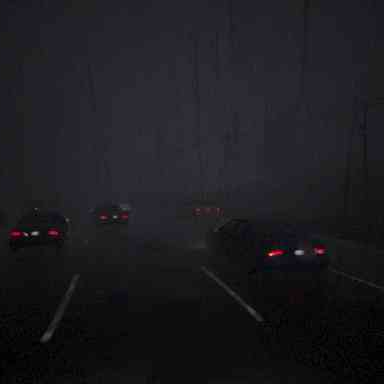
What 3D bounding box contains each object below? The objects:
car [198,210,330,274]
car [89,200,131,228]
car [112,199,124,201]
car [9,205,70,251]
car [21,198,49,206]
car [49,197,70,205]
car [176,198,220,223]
[{"bbox_3d":[1.973,1.520,10.514,2.033,1.411,5.357,0,0,-15],"label":"car"},{"bbox_3d":[-5.506,1.500,21.716,2.033,1.411,5.357,0,0,-23],"label":"car"},{"bbox_3d":[-7.600,1.452,33.474,1.812,1.442,4.674,0,0,-30],"label":"car"},{"bbox_3d":[-6.354,1.519,14.145,2.033,1.411,5.357,0,0,-18],"label":"car"},{"bbox_3d":[-16.579,1.434,34.669,1.837,1.490,4.892,0,0,-33],"label":"car"},{"bbox_3d":[-16.292,1.395,40.473,1.882,1.535,5.008,0,0,-34],"label":"car"},{"bbox_3d":[0.356,1.290,25.467,2.097,1.767,4.553,0,0,-23],"label":"car"}]
